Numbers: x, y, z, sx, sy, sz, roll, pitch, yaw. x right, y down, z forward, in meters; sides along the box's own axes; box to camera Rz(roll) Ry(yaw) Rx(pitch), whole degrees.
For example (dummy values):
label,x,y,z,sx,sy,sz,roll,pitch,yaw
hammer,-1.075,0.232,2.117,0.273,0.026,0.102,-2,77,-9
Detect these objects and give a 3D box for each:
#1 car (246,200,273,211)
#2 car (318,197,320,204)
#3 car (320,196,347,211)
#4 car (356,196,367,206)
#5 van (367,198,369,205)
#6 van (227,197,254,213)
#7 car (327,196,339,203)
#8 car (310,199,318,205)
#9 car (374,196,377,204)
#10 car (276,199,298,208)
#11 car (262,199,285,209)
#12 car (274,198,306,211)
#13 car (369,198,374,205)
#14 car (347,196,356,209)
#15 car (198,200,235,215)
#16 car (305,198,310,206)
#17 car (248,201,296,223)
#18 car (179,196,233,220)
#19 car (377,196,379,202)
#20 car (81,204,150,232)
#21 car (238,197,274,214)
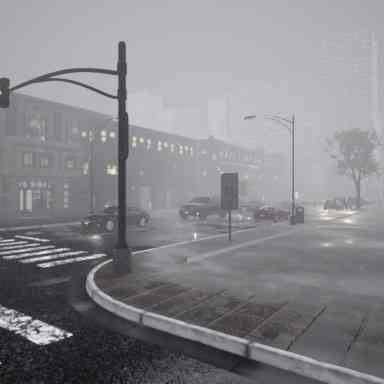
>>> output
label,x,y,z,sx,sy,sz,roll,pitch,yaw
car,9.219,1.756,45.434,2.008,1.369,4.403,0,0,35
car,28.317,1.828,72.537,1.967,1.590,4.097,0,-1,35
car,19.252,1.676,45.125,1.967,1.590,4.097,0,-1,35
car,28.802,1.642,58.678,2.192,1.841,5.009,0,-1,35
van,31.985,1.699,63.194,1.690,1.788,3.998,0,-1,35
van,6.035,1.518,40.918,1.690,1.788,3.998,0,0,35
car,34.683,1.893,81.571,1.967,1.590,4.097,0,-1,35
car,21.951,1.876,63.503,2.008,1.369,4.403,0,-1,35
car,38.449,1.948,72.366,1.752,1.417,4.829,0,-1,35
car,15.585,1.815,54.468,2.008,1.369,4.403,0,-1,35
car,12.304,1.759,49.812,1.752,1.417,4.829,0,-1,35
car,10.824,1.726,37.650,2.033,1.411,5.357,0,0,35
car,35.168,1.971,67.709,1.802,1.307,4.206,0,-1,35
car,22.435,1.581,49.643,2.192,1.841,5.009,0,-1,35
car,2.755,1.674,36.261,1.752,1.417,4.829,0,0,35
car,18.768,1.846,58.985,2.008,1.369,4.403,0,-1,35
car,6.564,1.670,27.027,1.887,1.381,4.507,0,0,35
car,1.157,1.340,29.490,2.150,2.045,5.566,0,0,35
car,41.534,2.037,76.743,1.802,1.307,4.206,0,-1,35
car,-4.732,1.578,21.173,1.837,1.490,4.892,0,0,34
car,7.072,1.660,37.861,2.128,1.511,4.902,0,0,35
